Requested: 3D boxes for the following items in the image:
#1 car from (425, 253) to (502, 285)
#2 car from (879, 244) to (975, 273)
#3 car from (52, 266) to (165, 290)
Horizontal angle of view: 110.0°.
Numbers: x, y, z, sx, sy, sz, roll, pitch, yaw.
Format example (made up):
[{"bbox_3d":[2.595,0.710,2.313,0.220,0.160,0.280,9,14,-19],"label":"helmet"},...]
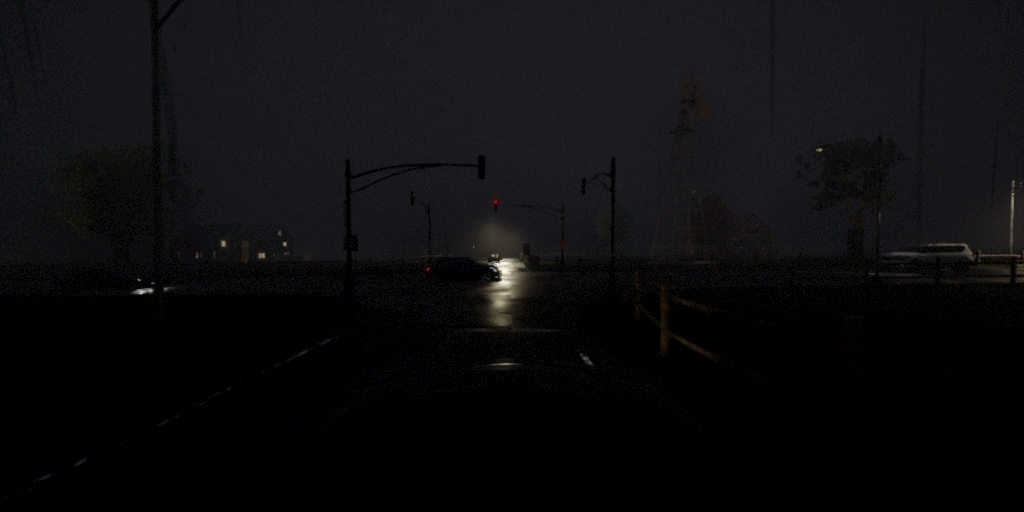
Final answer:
[{"bbox_3d":[-3.002,0.814,22.414,4.553,1.767,2.097,-1,2,0],"label":"car"},{"bbox_3d":[29.937,0.132,26.073,5.566,2.045,2.150,-1,2,0],"label":"car"},{"bbox_3d":[-25.073,1.342,22.367,5.357,1.411,2.033,-1,2,0],"label":"car"}]
